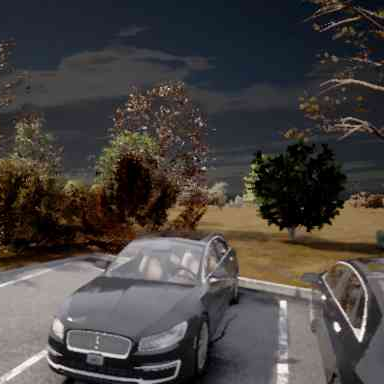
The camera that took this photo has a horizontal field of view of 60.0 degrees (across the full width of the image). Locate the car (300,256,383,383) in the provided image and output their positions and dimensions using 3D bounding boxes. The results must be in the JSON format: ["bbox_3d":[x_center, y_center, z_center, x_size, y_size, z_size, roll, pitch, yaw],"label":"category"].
[{"bbox_3d":[2.422,1.486,3.768,2.231,1.521,4.892,0,-1,15],"label":"car"}]

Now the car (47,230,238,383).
[{"bbox_3d":[-0.336,1.472,5.746,2.231,1.521,4.892,1,0,16],"label":"car"}]
